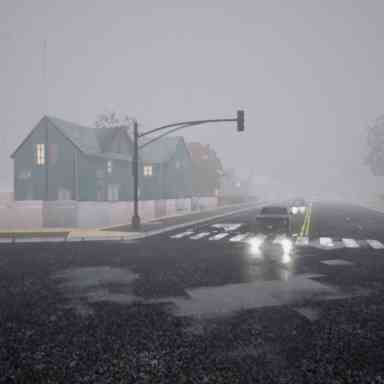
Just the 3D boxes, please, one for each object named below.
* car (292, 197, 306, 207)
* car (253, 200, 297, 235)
[{"bbox_3d":[16.789,1.510,52.091,2.128,1.511,4.902,0,0,20],"label":"car"},{"bbox_3d":[4.812,1.497,19.282,1.882,1.535,5.008,0,0,20],"label":"car"}]
